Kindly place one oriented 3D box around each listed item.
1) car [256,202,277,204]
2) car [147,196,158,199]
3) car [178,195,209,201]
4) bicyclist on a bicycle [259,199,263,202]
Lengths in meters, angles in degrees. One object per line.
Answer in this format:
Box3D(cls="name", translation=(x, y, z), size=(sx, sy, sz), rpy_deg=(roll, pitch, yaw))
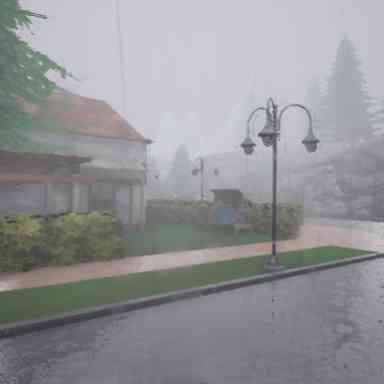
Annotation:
Box3D(cls="car", translation=(6.536, 1.604, 28.302), size=(1.837, 1.490, 4.892), rpy_deg=(1, 0, -35))
Box3D(cls="car", translation=(-7.002, 1.497, 53.637), size=(2.097, 1.767, 4.553), rpy_deg=(1, 0, -36))
Box3D(cls="car", translation=(0.440, 1.318, 36.843), size=(2.150, 2.045, 5.566), rpy_deg=(1, 0, -36))
Box3D(cls="bicyclist on a bicycle", translation=(7.985, 1.620, 38.479), size=(1.656, 1.620, 0.582), rpy_deg=(-1, 0, -36))
